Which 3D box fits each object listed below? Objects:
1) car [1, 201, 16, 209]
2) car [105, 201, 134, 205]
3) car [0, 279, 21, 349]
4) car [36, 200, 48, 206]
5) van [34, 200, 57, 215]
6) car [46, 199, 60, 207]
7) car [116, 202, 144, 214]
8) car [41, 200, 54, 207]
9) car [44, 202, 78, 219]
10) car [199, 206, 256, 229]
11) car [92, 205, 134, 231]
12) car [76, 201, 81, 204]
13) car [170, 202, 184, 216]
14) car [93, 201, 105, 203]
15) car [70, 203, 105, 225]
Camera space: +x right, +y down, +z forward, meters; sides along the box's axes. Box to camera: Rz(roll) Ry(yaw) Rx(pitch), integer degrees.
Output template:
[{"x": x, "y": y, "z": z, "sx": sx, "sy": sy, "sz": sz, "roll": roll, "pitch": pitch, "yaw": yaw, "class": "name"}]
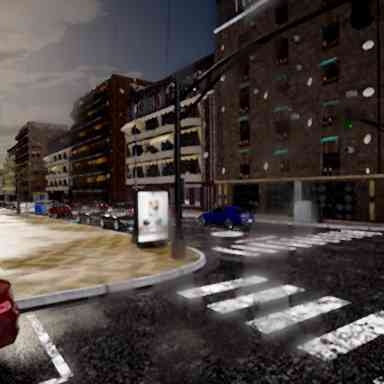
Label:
[{"x": -37.569, "y": 2.675, "z": 68.675, "sx": 2.008, "sy": 1.369, "sz": 4.403, "roll": -2, "pitch": 0, "yaw": -36, "class": "car"}, {"x": -5.333, "y": 1.691, "z": 28.392, "sx": 2.097, "sy": 1.767, "sz": 4.553, "roll": -1, "pitch": 0, "yaw": -36, "class": "car"}, {"x": -4.210, "y": 1.587, "z": 3.570, "sx": 4.206, "sy": 1.307, "sz": 1.802, "roll": 0, "pitch": 0, "yaw": -35, "class": "car"}, {"x": -37.284, "y": 2.742, "z": 82.610, "sx": 1.887, "sy": 1.381, "sz": 4.507, "roll": -2, "pitch": 0, "yaw": -36, "class": "car"}, {"x": -19.336, "y": 2.006, "z": 43.319, "sx": 1.690, "sy": 1.788, "sz": 3.998, "roll": -2, "pitch": 0, "yaw": -36, "class": "van"}, {"x": -30.775, "y": 2.472, "z": 73.574, "sx": 1.967, "sy": 1.590, "sz": 4.097, "roll": -2, "pitch": 0, "yaw": -36, "class": "car"}, {"x": -7.913, "y": 2.040, "z": 41.995, "sx": 1.802, "sy": 1.307, "sz": 4.206, "roll": -2, "pitch": 0, "yaw": -36, "class": "car"}, {"x": -34.027, "y": 2.681, "z": 78.092, "sx": 1.947, "sy": 1.339, "sz": 4.313, "roll": -2, "pitch": 0, "yaw": -36, "class": "car"}, {"x": -14.429, "y": 2.086, "z": 36.424, "sx": 1.887, "sy": 1.381, "sz": 4.507, "roll": -2, "pitch": 0, "yaw": -36, "class": "car"}, {"x": 2.381, "y": 1.701, "z": 23.137, "sx": 1.812, "sy": 1.442, "sz": 4.674, "roll": -1, "pitch": 0, "yaw": -35, "class": "car"}, {"x": -5.112, "y": 1.858, "z": 23.418, "sx": 2.008, "sy": 1.369, "sz": 4.403, "roll": -2, "pitch": 0, "yaw": -36, "class": "car"}, {"x": -21.002, "y": 2.368, "z": 60.020, "sx": 1.802, "sy": 1.307, "sz": 4.206, "roll": -2, "pitch": 0, "yaw": -36, "class": "car"}, {"x": -2.671, "y": 1.767, "z": 34.801, "sx": 1.967, "sy": 1.590, "sz": 4.097, "roll": -2, "pitch": 0, "yaw": -36, "class": "car"}, {"x": -14.490, "y": 2.062, "z": 50.987, "sx": 1.967, "sy": 1.590, "sz": 4.097, "roll": -2, "pitch": 0, "yaw": -36, "class": "car"}, {"x": -8.368, "y": 1.939, "z": 27.936, "sx": 2.008, "sy": 1.369, "sz": 4.403, "roll": -2, "pitch": 0, "yaw": -36, "class": "car"}]
